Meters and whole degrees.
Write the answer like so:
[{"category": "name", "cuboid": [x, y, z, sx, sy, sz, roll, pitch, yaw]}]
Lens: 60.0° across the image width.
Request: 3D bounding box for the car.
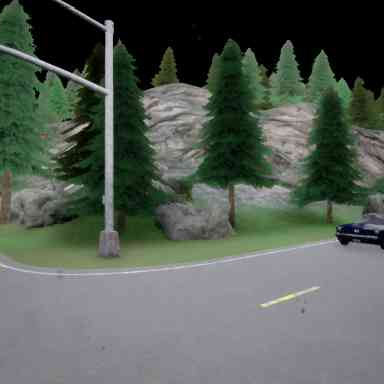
[{"category": "car", "cuboid": [8.198, 1.610, 14.516, 4.718, 1.301, 1.895, 0, 0, -39]}]
